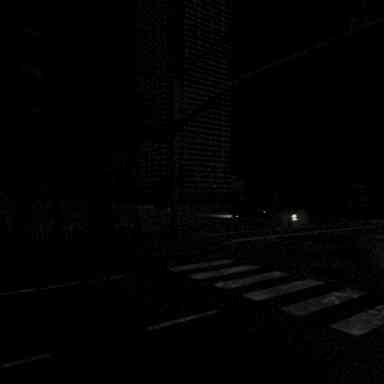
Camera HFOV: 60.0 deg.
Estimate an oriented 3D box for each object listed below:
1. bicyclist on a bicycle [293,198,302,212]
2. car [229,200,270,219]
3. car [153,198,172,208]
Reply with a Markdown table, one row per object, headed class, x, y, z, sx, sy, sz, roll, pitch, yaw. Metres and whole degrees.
| class | x | y | z | sx | sy | sz | roll | pitch | yaw |
| --- | --- | --- | --- | --- | --- | --- | --- | --- | --- |
| bicyclist on a bicycle | 12.860 | 1.601 | 40.557 | 1.656 | 1.620 | 0.582 | 0 | 0 | -36 |
| car | 5.529 | 1.786 | 32.221 | 1.994 | 1.385 | 4.181 | 1 | 0 | -35 |
| car | -4.311 | 1.739 | 51.885 | 2.128 | 1.511 | 4.902 | 1 | 0 | -36 |
